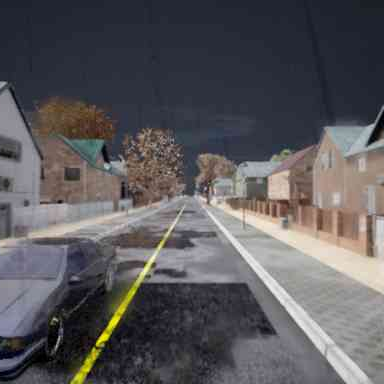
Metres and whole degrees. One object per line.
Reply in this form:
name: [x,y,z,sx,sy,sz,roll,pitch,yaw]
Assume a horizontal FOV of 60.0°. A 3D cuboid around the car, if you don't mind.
car: [-2.747,1.587,6.170,2.033,1.411,5.357,0,0,0]
